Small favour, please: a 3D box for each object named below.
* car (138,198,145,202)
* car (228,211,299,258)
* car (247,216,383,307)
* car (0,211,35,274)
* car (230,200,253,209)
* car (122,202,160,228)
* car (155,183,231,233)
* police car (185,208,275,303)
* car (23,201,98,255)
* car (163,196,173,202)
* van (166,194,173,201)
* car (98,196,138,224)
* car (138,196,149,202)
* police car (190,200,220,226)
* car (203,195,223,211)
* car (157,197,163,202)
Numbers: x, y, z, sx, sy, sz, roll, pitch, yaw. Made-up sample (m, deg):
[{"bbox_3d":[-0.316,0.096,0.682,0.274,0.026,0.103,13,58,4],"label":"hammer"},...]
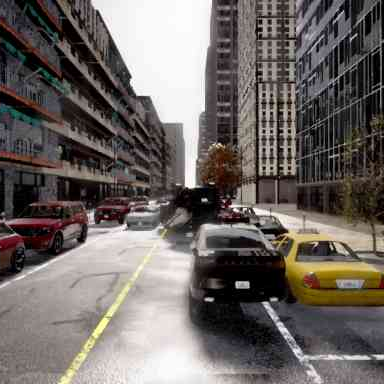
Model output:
[{"bbox_3d":[-5.754,1.549,30.256,1.752,1.417,4.829,0,0,0],"label":"car"},{"bbox_3d":[2.664,1.573,13.455,1.947,1.339,4.313,0,0,0],"label":"car"},{"bbox_3d":[2.677,1.528,7.961,1.752,1.417,4.829,0,0,0],"label":"car"},{"bbox_3d":[-5.702,1.443,7.772,1.967,1.590,4.097,0,0,0],"label":"car"},{"bbox_3d":[2.652,1.451,19.118,1.967,1.590,4.097,0,0,0],"label":"car"},{"bbox_3d":[-3.153,1.615,22.421,1.895,1.301,4.718,0,0,0],"label":"car"},{"bbox_3d":[-0.192,1.208,18.369,2.150,2.045,5.566,-2,-19,-19],"label":"car"},{"bbox_3d":[0.881,1.429,8.426,1.930,1.638,5.238,0,0,0],"label":"police car"},{"bbox_3d":[-5.714,1.322,13.436,2.192,1.841,5.009,0,0,0],"label":"car"},{"bbox_3d":[-5.870,1.739,81.394,1.947,1.339,4.313,0,0,0],"label":"car"},{"bbox_3d":[-5.882,1.539,87.060,1.690,1.788,3.998,0,0,0],"label":"van"},{"bbox_3d":[-5.740,1.331,24.762,2.192,1.841,5.009,0,0,0],"label":"car"},{"bbox_3d":[-5.766,1.348,36.090,2.192,1.841,5.009,0,0,0],"label":"car"},{"bbox_3d":[0.845,1.441,24.426,1.930,1.638,5.238,0,0,0],"label":"police car"},{"bbox_3d":[2.601,1.360,41.771,2.192,1.841,5.009,0,0,0],"label":"car"},{"bbox_3d":[-5.832,1.678,64.405,1.947,1.339,4.313,0,0,0],"label":"car"}]
